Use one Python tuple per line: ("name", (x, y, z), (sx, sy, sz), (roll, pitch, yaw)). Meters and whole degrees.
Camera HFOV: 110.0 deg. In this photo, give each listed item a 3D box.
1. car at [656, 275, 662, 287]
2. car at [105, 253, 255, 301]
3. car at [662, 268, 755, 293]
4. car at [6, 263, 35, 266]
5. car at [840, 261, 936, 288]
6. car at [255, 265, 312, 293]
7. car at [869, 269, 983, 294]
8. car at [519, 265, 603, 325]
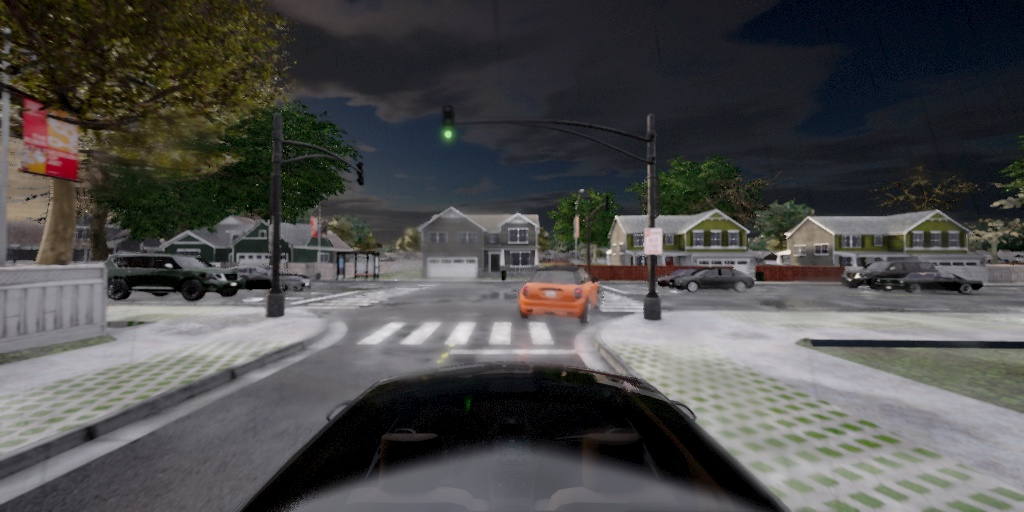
("car", (12.771, 1.595, 25.702), (5.357, 1.411, 2.033), (0, -1, 1))
("car", (-15.391, 0.915, 16.359), (5.566, 2.045, 2.150), (0, -1, 1))
("car", (12.393, 1.490, 22.457), (4.892, 1.490, 1.837), (0, -1, 2))
("car", (-26.987, 1.166, 19.853), (4.902, 1.511, 2.128), (1, -1, 1))
("car", (26.731, 1.341, 25.413), (5.566, 2.045, 2.150), (0, -1, 1))
("car", (-13.585, 1.257, 19.564), (4.902, 1.511, 2.128), (0, -1, 1))
("car", (25.592, 1.656, 22.177), (4.718, 1.301, 1.895), (0, -1, 2))
("car", (1.843, 1.118, 12.441), (2.097, 1.767, 4.553), (1, 0, 19))
